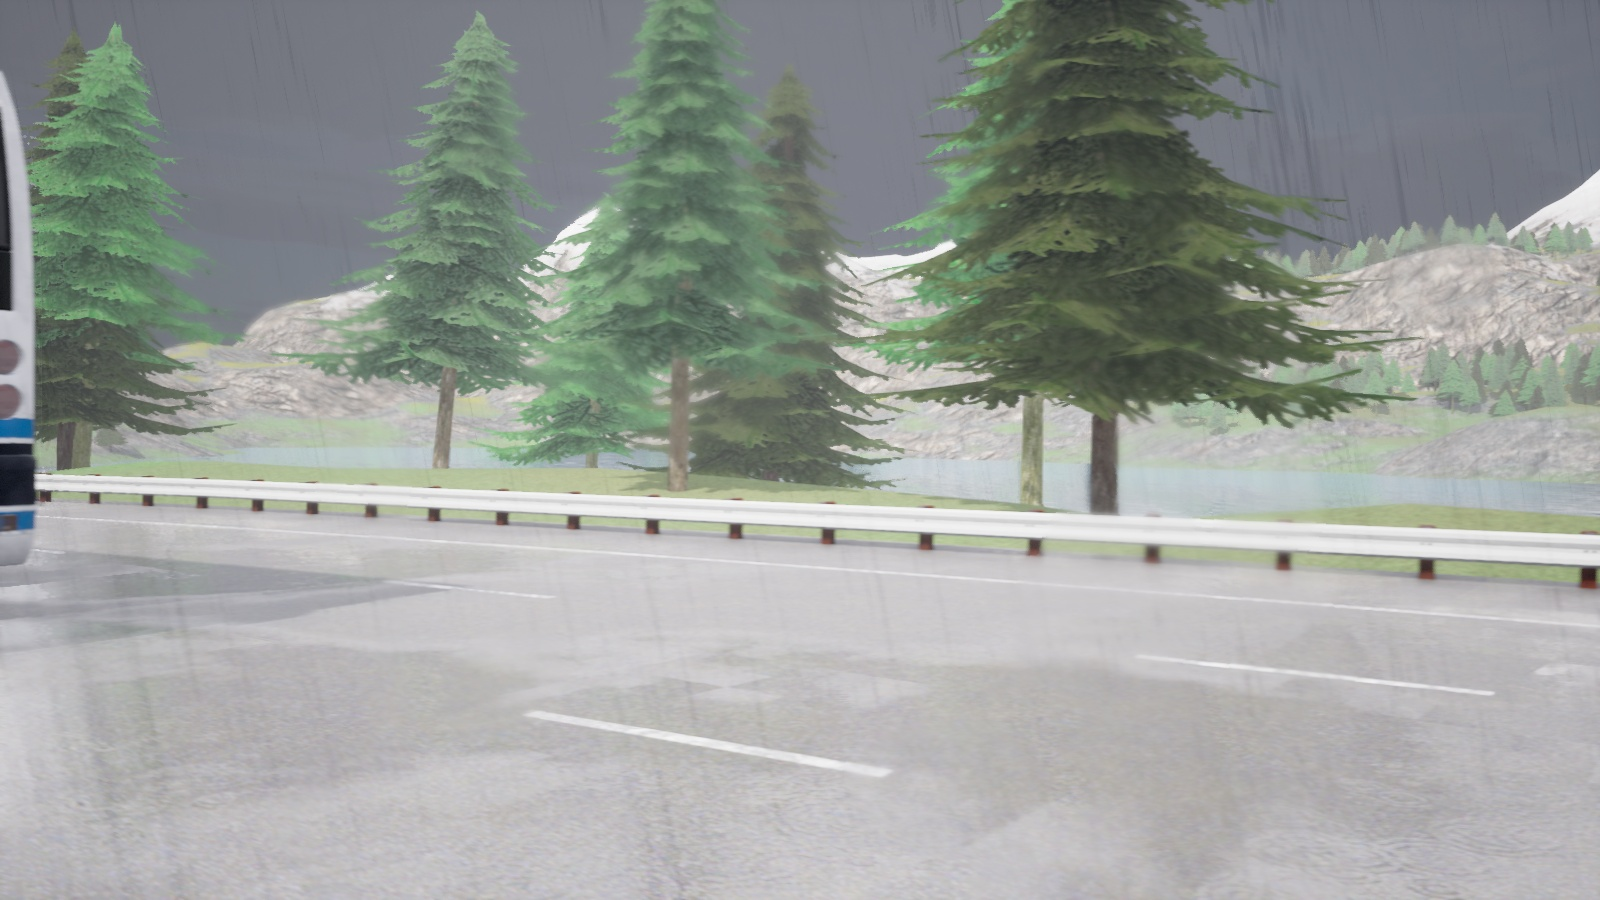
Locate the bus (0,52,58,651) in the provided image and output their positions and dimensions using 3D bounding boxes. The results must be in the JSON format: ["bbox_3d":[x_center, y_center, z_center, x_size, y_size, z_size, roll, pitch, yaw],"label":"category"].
[{"bbox_3d":[-10.956,-0.682,9.948,10.273,4.253,3.944,0,0,28],"label":"bus"}]
